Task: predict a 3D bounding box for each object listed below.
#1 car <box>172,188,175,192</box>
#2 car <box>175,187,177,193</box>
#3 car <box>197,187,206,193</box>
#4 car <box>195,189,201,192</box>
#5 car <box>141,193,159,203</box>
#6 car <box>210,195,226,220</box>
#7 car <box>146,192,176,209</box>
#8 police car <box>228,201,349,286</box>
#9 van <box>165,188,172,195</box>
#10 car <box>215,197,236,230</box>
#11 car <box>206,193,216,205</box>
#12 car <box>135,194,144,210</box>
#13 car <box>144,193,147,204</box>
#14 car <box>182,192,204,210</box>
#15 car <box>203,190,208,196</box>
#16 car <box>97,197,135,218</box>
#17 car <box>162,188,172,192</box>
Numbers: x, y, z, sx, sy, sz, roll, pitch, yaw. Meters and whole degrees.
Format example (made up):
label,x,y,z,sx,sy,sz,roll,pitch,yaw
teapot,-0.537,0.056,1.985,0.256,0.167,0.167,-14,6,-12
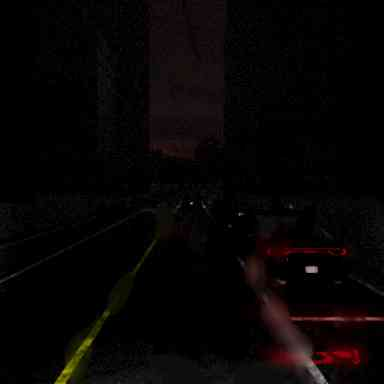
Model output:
label,x,y,z,sx,sy,sz,roll,pitch,yaw
car,-5.942,-0.033,79.140,2.192,1.841,5.009,-1,1,0
car,-5.966,-0.250,90.497,2.192,1.841,5.009,-1,1,0
car,2.597,0.280,73.661,1.752,1.417,4.829,-1,1,0
car,-0.055,0.745,46.430,1.837,1.490,4.892,0,0,1
car,-5.871,0.808,46.499,1.947,1.339,4.313,-1,1,0
car,2.698,1.158,25.708,1.947,1.339,4.313,-1,1,0
car,-3.161,0.989,34.789,2.033,1.411,5.357,0,1,0
police car,2.348,1.281,9.121,1.930,1.638,5.238,0,1,0
van,-5.954,-0.115,84.819,1.690,1.788,3.998,-1,1,0
car,2.709,1.242,20.505,1.947,1.339,4.313,-1,1,0
car,2.687,1.058,30.909,2.008,1.369,4.403,-1,1,0
car,-5.837,1.097,30.367,1.802,1.307,4.206,-1,1,0
car,-5.860,0.886,41.121,2.008,1.369,4.403,-1,1,0
car,-0.026,1.020,33.931,1.994,1.385,4.181,0,1,1
car,2.665,0.854,41.483,1.752,1.417,4.829,-1,1,0
car,-5.826,1.148,24.990,1.887,1.381,4.507,-1,1,0
car,-5.927,0.340,73.465,1.802,1.307,4.206,-1,1,0
